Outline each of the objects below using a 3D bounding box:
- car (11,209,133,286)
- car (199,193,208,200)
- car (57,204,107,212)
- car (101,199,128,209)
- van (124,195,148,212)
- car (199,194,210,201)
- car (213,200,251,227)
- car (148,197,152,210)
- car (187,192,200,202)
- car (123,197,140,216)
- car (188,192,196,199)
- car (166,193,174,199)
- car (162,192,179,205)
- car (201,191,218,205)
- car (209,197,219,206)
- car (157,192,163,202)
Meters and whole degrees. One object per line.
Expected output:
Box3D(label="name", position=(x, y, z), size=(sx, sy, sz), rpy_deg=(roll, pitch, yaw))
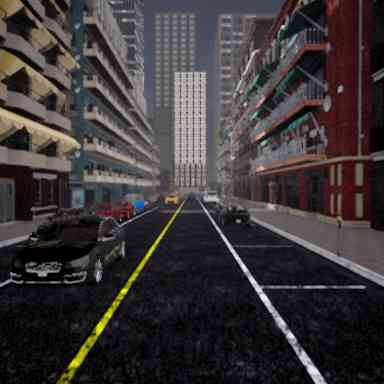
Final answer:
Box3D(label="car", position=(-3.103, 1.445, 9.323), size=(1.837, 1.490, 4.892), rpy_deg=(0, 0, 0))
Box3D(label="car", position=(2.661, 1.061, 76.784), size=(1.752, 1.417, 4.829), rpy_deg=(-1, 0, 0))
Box3D(label="car", position=(-5.702, 1.465, 15.869), size=(1.947, 1.339, 4.313), rpy_deg=(0, 0, 0))
Box3D(label="car", position=(-5.704, 1.410, 21.392), size=(1.887, 1.381, 4.507), rpy_deg=(0, 0, 0))
Box3D(label="van", position=(-5.710, 1.138, 32.438), size=(1.690, 1.788, 3.998), rpy_deg=(0, 0, 0))
Box3D(label="car", position=(2.662, 1.119, 71.091), size=(2.008, 1.369, 4.403), rpy_deg=(-1, 0, 0))
Box3D(label="car", position=(2.676, 1.416, 21.381), size=(2.008, 1.369, 4.403), rpy_deg=(-1, 0, 0))
Box3D(label="car", position=(-5.710, 1.204, 37.962), size=(1.967, 1.590, 4.097), rpy_deg=(-1, 0, 0))
Box3D(label="car", position=(-0.018, 1.172, 64.466), size=(1.994, 1.385, 4.181), rpy_deg=(0, 0, 0))
Box3D(label="car", position=(-5.706, 1.375, 26.916), size=(1.887, 1.381, 4.507), rpy_deg=(0, 0, 0))
Box3D(label="car", position=(-0.023, 0.870, 81.190), size=(1.837, 1.490, 4.892), rpy_deg=(0, 0, 0))
Box3D(label="car", position=(-5.723, 1.055, 87.673), size=(1.802, 1.307, 4.206), rpy_deg=(-1, 0, 0))
Box3D(label="car", position=(-3.092, 1.163, 51.100), size=(1.882, 1.535, 5.008), rpy_deg=(0, 1, 0))
Box3D(label="car", position=(2.985, 0.903, 52.353), size=(2.150, 2.045, 5.566), rpy_deg=(0, 0, 0))
Box3D(label="car", position=(2.675, 1.382, 26.905), size=(2.008, 1.369, 4.403), rpy_deg=(-1, 0, 0))
Box3D(label="car", position=(-5.720, 0.915, 65.577), size=(2.192, 1.841, 5.009), rpy_deg=(-1, 0, 0))
